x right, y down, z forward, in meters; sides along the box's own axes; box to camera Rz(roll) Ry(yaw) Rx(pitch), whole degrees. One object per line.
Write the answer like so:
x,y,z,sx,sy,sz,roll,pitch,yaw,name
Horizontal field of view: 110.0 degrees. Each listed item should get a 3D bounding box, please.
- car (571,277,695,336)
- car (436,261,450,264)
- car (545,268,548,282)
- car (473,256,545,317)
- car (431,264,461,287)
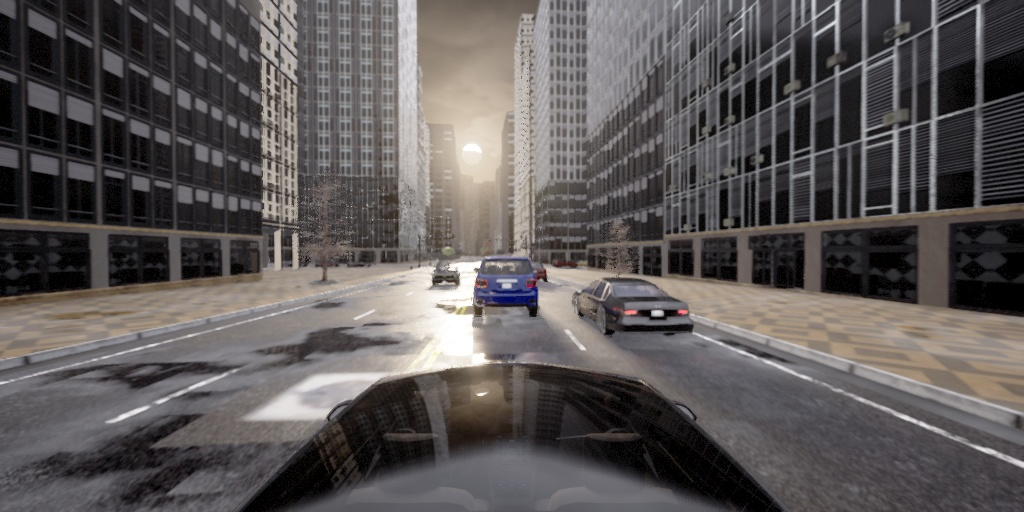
3.123,1.326,10.445,2.033,1.411,5.357,0,0,-2,car
-11.273,1.510,58.922,1.837,1.490,4.892,0,-1,-6,car
1.583,1.211,30.053,2.097,1.767,4.553,0,0,-6,car
-0.293,1.022,13.679,2.150,2.045,5.566,0,0,-3,car
-4.749,1.468,26.318,1.895,1.301,4.718,0,0,-6,car
